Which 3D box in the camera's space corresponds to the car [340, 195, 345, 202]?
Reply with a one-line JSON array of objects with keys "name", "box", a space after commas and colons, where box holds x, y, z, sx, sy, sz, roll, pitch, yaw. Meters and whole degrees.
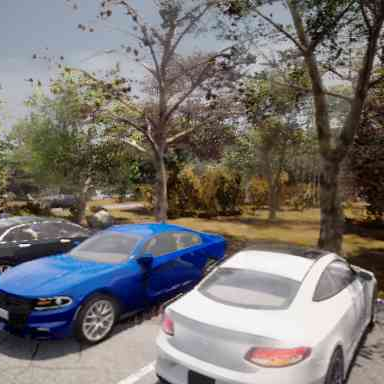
[{"name": "car", "box": [18.409, 0.638, 42.652, 4.892, 1.490, 1.837, 1, 0, 35]}]

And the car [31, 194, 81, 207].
[{"name": "car", "box": [-12.125, 0.950, 29.656, 2.128, 1.511, 4.902, -2, -1, 34]}]

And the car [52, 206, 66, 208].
[{"name": "car", "box": [-6.479, 1.354, 10.435, 2.002, 1.452, 4.674, 1, 1, 36]}]

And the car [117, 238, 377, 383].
[{"name": "car", "box": [1.415, 1.497, 4.804, 2.002, 1.452, 4.674, 1, 1, 36]}]

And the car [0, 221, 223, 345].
[{"name": "car", "box": [-1.143, 1.411, 6.638, 2.097, 1.535, 5.008, 1, 1, 36]}]

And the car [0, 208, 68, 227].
[{"name": "car", "box": [-3.813, 1.364, 8.530, 2.231, 1.521, 4.892, 1, 1, 35]}]
